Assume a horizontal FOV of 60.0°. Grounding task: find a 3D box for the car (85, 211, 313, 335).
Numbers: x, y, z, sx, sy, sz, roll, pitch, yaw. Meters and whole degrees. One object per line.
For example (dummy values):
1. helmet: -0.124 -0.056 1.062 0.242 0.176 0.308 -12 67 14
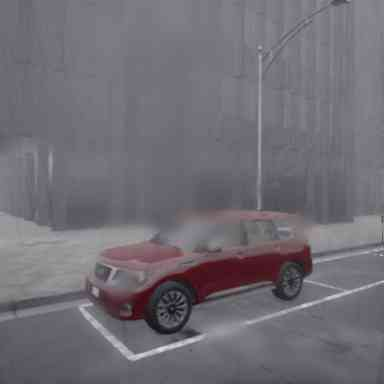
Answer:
1. car: 0.454 1.355 6.973 5.009 1.841 2.192 1 0 -35
